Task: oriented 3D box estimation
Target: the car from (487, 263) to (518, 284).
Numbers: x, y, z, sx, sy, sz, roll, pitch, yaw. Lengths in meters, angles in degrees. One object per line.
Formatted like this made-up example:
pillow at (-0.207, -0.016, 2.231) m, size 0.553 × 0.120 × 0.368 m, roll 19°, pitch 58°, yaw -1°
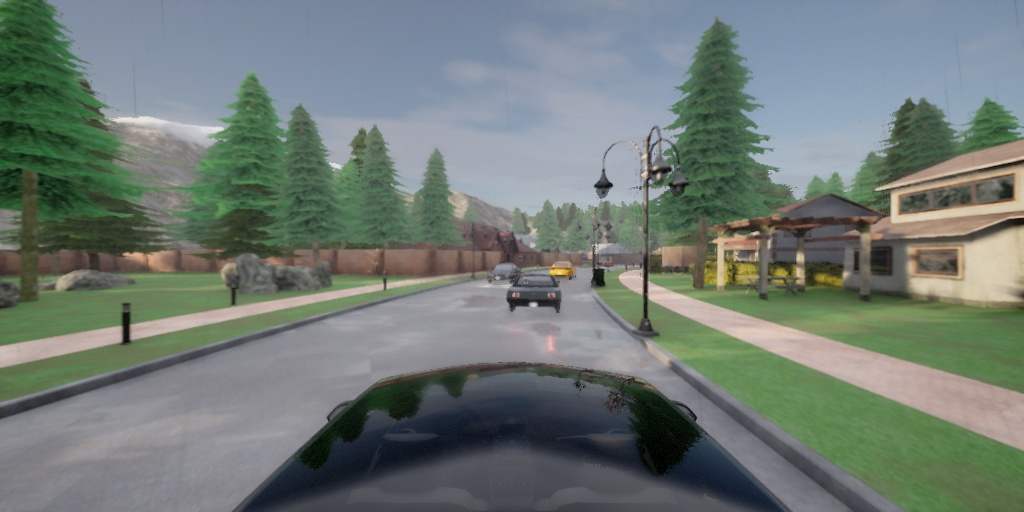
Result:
car at (-0.467, 1.262, 27.107) m, size 1.812 × 1.442 × 4.674 m, roll 0°, pitch 0°, yaw 13°

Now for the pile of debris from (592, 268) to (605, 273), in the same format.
pile of debris at (12.846, 1.949, 52.559) m, size 1.500 × 0.140 × 1.860 m, roll 0°, pitch 0°, yaw 29°

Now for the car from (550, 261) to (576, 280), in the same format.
car at (4.602, 1.230, 31.903) m, size 1.882 × 1.535 × 5.008 m, roll 0°, pitch 0°, yaw 16°

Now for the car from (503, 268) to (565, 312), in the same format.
car at (0.987, 1.349, 14.266) m, size 1.895 × 1.301 × 4.718 m, roll 0°, pitch 0°, yaw 7°
